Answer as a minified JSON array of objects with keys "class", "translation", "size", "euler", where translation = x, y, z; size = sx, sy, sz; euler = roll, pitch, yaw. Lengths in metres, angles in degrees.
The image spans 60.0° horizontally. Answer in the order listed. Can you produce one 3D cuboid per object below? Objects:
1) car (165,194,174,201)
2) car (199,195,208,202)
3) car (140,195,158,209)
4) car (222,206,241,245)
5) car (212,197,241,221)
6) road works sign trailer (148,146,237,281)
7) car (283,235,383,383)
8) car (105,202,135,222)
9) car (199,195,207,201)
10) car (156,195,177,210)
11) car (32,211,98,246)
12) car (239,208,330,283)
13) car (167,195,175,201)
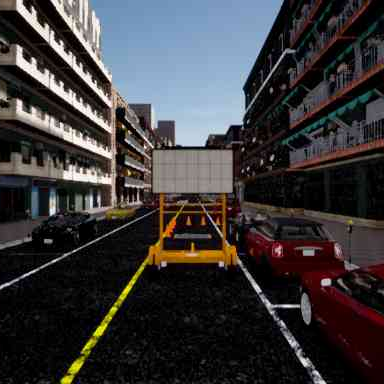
[{"class":"car","translation":[-5.506,1.412,82.950],"size":[1.967,1.590,4.097],"euler":[0,0,0]},{"class":"car","translation":[2.862,1.500,77.462],"size":[1.752,1.417,4.829],"euler":[0,0,0]},{"class":"car","translation":[-5.594,1.431,43.496],"size":[1.967,1.590,4.097],"euler":[0,0,0]},{"class":"car","translation":[2.725,1.550,15.291],"size":[2.008,1.369,4.403],"euler":[0,0,0]},{"class":"car","translation":[2.751,1.311,26.564],"size":[2.192,1.841,5.009],"euler":[0,0,0]},{"class":"road works sign trailer","translation":[0.021,0.464,9.794],"size":[2.380,3.560,2.880],"euler":[0,0,0]},{"class":"car","translation":[2.700,1.545,4.019],"size":[1.887,1.381,4.507],"euler":[0,0,0]},{"class":"car","translation":[-5.632,1.522,26.416],"size":[1.752,1.417,4.829],"euler":[0,0,0]},{"class":"car","translation":[2.886,1.513,88.564],"size":[1.887,1.381,4.507],"euler":[0,0,0]},{"class":"car","translation":[-3.004,1.482,42.937],"size":[2.128,1.511,4.902],"euler":[0,0,0]},{"class":"car","translation":[-5.657,1.565,15.313],"size":[1.947,1.339,4.313],"euler":[0,0,0]},{"class":"car","translation":[2.712,1.440,9.655],"size":[1.967,1.590,4.097],"euler":[0,0,0]},{"class":"car","translation":[-5.494,1.513,88.587],"size":[1.887,1.381,4.507],"euler":[0,0,0]}]
